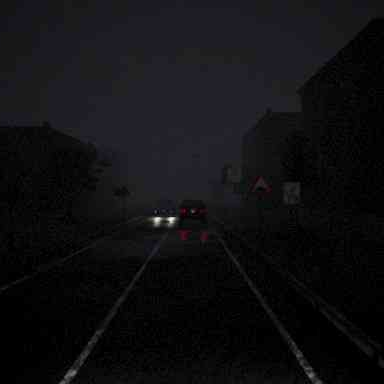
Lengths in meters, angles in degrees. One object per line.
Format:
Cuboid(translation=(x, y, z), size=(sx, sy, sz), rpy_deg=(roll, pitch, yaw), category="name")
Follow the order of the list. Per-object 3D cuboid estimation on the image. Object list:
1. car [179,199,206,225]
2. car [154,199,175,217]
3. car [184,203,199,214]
Cuboid(translation=(0.048, 1.623, 28.142), size=(2.150, 2.045, 5.566), rpy_deg=(0, -1, 0), category="car")
Cuboid(translation=(-3.158, 1.816, 39.726), size=(2.150, 2.045, 5.566), rpy_deg=(0, -1, 0), category="car")
Cuboid(translation=(-0.040, 2.291, 46.151), size=(1.895, 1.301, 4.718), rpy_deg=(0, -1, 0), category="car")
